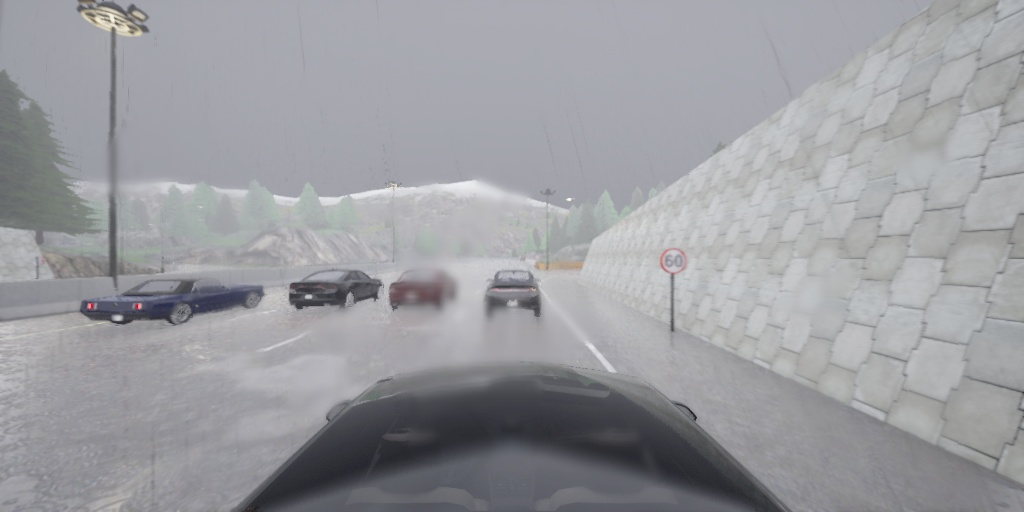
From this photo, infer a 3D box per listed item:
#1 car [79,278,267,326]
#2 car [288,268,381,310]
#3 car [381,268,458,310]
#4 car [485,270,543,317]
[{"bbox_3d":[-10.438,1.361,11.729,1.895,1.301,4.718,0,0,0],"label":"car"},{"bbox_3d":[-6.920,1.241,14.705,1.882,1.535,5.008,0,0,0],"label":"car"},{"bbox_3d":[-3.420,1.241,14.703,1.882,1.535,5.008,0,0,0],"label":"car"},{"bbox_3d":[0.071,1.254,13.183,2.128,1.511,4.902,0,0,0],"label":"car"}]
